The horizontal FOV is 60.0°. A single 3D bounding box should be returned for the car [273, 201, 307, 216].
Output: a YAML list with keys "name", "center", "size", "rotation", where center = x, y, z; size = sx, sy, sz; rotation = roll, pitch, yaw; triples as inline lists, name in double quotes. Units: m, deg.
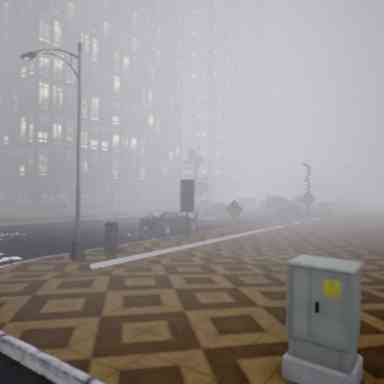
- name: "car"
  center: [11.446, 2.019, 38.682]
  size: [1.947, 1.339, 4.313]
  rotation: [1, 0, 35]

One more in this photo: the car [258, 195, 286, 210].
- name: "car"
  center: [11.926, 1.460, 49.309]
  size: [2.150, 2.045, 5.566]
  rotation: [1, 0, 35]

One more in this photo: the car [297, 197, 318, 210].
- name: "car"
  center: [17.273, 1.758, 51.752]
  size: [2.150, 2.045, 5.566]
  rotation: [1, 0, 35]

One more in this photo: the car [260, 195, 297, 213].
- name: "car"
  center: [11.221, 1.655, 42.969]
  size: [2.150, 2.045, 5.566]
  rotation: [1, 0, 35]

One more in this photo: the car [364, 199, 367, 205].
- name: "car"
  center: [43.649, 2.541, 85.015]
  size: [1.887, 1.381, 4.507]
  rotation: [1, 0, 35]

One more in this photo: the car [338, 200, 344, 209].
- name: "car"
  center: [24.327, 2.254, 57.215]
  size: [1.802, 1.307, 4.206]
  rotation: [1, 0, 35]

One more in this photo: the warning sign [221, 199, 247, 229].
- name: "warning sign"
  center: [2.801, 1.432, 22.033]
  size: [1.300, 1.860, 1.060]
  rotation: [2, 1, 35]

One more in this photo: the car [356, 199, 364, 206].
- name: "car"
  center: [37.208, 2.455, 75.749]
  size: [1.947, 1.339, 4.313]
  rotation: [1, 0, 35]

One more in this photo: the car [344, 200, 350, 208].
- name: "car"
  center: [27.549, 2.166, 61.849]
  size: [1.967, 1.590, 4.097]
  rotation: [1, 0, 35]

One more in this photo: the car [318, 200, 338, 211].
- name: "car"
  center: [21.107, 2.183, 52.582]
  size: [1.947, 1.339, 4.313]
  rotation: [1, 0, 35]

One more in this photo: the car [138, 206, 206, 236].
- name: "car"
  center: [-1.327, 1.784, 20.077]
  size: [2.008, 1.369, 4.403]
  rotation: [1, 0, 35]

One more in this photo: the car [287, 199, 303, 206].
- name: "car"
  center: [20.668, 2.142, 66.632]
  size: [1.802, 1.307, 4.206]
  rotation: [1, 0, 35]

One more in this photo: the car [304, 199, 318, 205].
- name: "car"
  center: [27.106, 2.235, 75.897]
  size: [1.947, 1.339, 4.313]
  rotation: [1, 0, 35]

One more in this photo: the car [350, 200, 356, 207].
- name: "car"
  center: [30.767, 2.346, 66.482]
  size: [1.947, 1.339, 4.313]
  rotation: [1, 0, 35]

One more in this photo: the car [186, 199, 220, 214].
- name: "car"
  center: [1.353, 1.672, 38.840]
  size: [1.967, 1.590, 4.097]
  rotation: [1, 0, 35]

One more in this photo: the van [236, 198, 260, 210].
- name: "van"
  center: [7.793, 1.683, 48.105]
  size: [1.690, 1.788, 3.998]
  rotation: [1, 0, 35]

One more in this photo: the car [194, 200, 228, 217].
- name: "car"
  center: [2.361, 1.790, 35.729]
  size: [1.812, 1.442, 4.674]
  rotation: [1, 0, 35]
